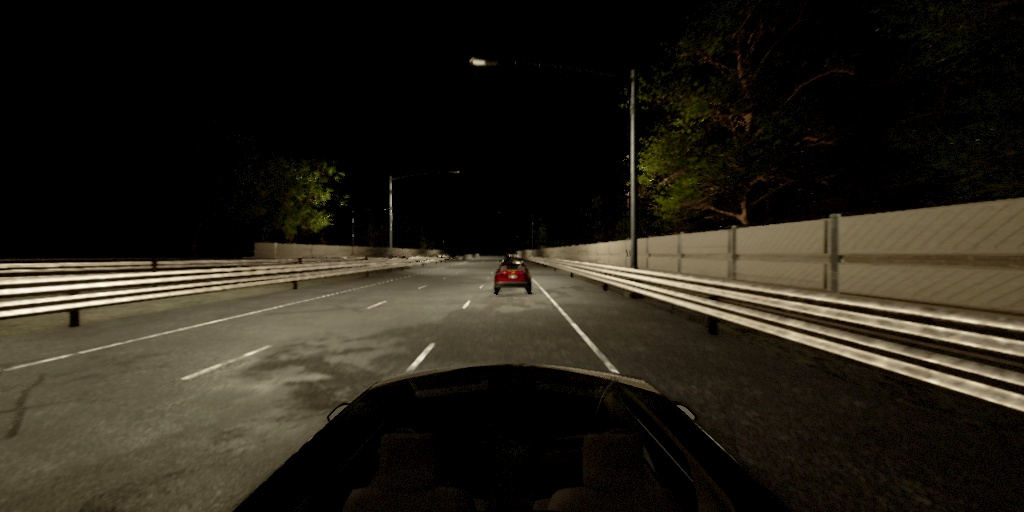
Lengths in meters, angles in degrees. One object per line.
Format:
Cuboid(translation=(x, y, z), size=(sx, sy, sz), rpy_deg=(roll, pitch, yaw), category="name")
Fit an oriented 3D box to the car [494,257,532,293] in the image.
Cuboid(translation=(0.029, 1.042, 19.414), size=(2.033, 1.649, 4.856), rpy_deg=(0, 0, 0), category="car")
